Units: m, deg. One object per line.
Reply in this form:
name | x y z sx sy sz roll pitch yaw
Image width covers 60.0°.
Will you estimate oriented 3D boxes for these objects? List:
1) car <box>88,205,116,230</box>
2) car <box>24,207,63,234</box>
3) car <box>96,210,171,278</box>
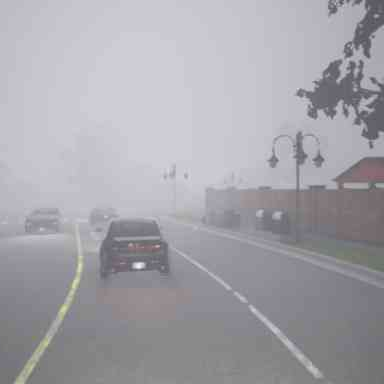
car | -6.398 1.605 24.064 1.994 1.385 4.181 0 0 -19
car | -8.843 1.602 20.156 2.033 1.411 5.357 0 0 -19
car | -1.875 1.517 10.300 1.837 1.490 4.892 0 0 -14
